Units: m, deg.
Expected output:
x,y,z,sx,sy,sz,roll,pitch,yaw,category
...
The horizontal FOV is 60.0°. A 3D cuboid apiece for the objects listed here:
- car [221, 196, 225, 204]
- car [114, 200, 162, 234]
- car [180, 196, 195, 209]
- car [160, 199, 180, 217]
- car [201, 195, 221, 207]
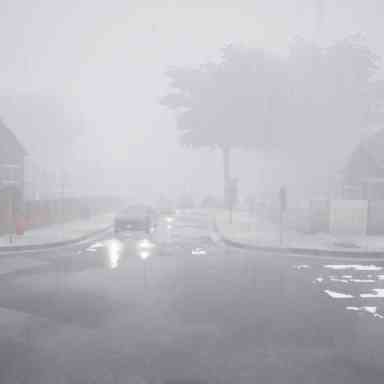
x,y,z,sx,sy,sz,roll,pitch,yaw,category
4.716,1.386,61.271,2.097,1.767,4.553,1,0,14,car
-3.163,1.472,19.468,1.882,1.535,5.008,0,0,1,car
-0.931,1.368,46.318,2.097,1.767,4.553,0,0,9,car
-2.606,1.506,31.629,1.837,1.490,4.892,0,0,5,car
2.721,1.391,51.555,2.097,1.767,4.553,0,0,11,car
